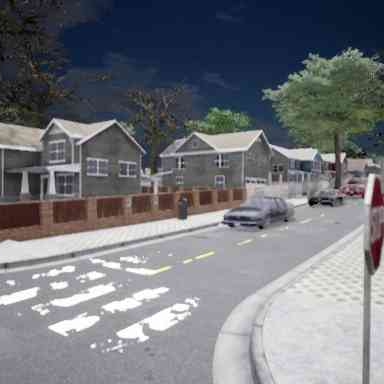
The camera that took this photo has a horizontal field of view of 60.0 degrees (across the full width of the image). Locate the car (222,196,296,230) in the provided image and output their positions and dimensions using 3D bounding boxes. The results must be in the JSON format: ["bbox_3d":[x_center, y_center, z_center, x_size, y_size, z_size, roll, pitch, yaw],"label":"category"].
[{"bbox_3d":[3.584,0.948,16.872,2.033,1.411,5.357,0,3,36],"label":"car"}]

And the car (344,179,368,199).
[{"bbox_3d":[17.967,-0.426,36.136,2.150,2.045,5.566,0,3,37],"label":"car"}]

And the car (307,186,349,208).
[{"bbox_3d":[10.813,0.480,26.587,1.895,1.301,4.718,0,3,37],"label":"car"}]
